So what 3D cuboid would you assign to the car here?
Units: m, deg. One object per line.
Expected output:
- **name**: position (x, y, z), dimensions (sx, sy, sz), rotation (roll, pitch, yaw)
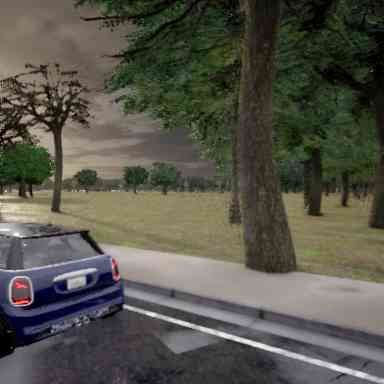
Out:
- **car**: position (-3.418, 1.335, 6.120), dimensions (4.553, 1.767, 2.097), rotation (0, 0, 36)
